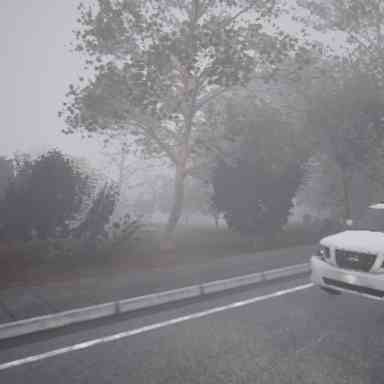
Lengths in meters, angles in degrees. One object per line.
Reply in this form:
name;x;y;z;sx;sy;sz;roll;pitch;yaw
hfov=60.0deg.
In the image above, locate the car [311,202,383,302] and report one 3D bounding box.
car;5.126;1.234;7.654;5.566;2.045;2.150;0;0;-36
